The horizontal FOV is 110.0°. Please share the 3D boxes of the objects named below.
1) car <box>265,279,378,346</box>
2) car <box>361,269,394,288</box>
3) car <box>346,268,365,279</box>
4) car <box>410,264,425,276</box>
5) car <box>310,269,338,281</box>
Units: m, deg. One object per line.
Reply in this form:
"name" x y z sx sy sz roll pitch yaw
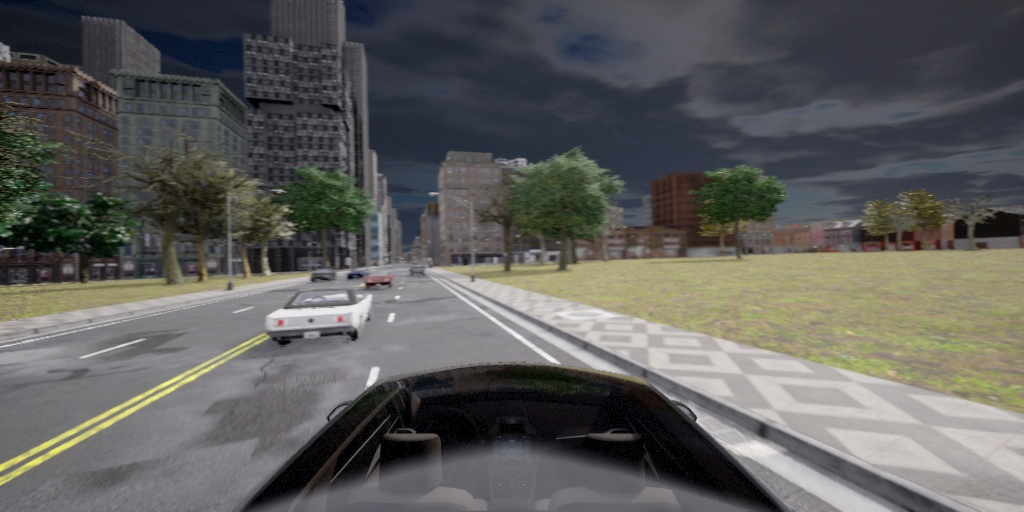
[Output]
"car" -5.172 1.539 10.314 1.895 1.301 4.718 -1 0 -16
"car" -10.158 1.786 27.715 1.895 1.301 4.718 -1 0 -16
"car" -17.409 2.071 40.564 1.895 1.301 4.718 -1 0 -16
"car" -13.171 1.916 50.015 2.128 1.511 4.902 -1 0 -16
"car" -20.324 2.084 38.933 2.033 1.411 5.357 -1 0 -16
